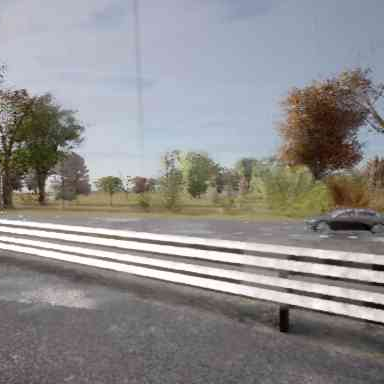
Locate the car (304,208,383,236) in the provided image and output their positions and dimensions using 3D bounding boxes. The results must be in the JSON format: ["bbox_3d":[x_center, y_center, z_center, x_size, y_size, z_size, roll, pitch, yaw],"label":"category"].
[{"bbox_3d":[9.223,1.680,19.592,4.902,1.511,2.128,0,0,16],"label":"car"}]
